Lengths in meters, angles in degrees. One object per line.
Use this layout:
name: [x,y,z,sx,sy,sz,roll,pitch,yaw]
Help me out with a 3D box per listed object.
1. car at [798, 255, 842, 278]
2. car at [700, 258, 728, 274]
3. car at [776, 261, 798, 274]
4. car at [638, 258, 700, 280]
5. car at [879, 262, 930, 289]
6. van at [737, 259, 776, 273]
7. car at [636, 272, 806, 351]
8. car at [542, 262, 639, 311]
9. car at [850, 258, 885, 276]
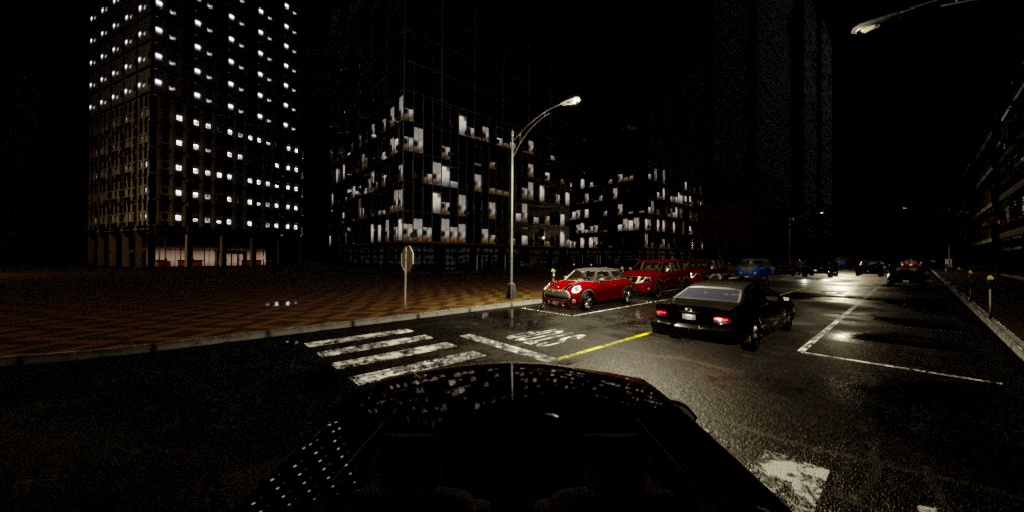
car: [29.825,0.966,34.642,5.566,2.045,2.150,0,0,-42]
car: [11.517,1.070,21.982,5.009,1.841,2.192,0,0,-42]
car: [28.407,1.328,36.978,4.207,1.307,1.802,0,0,-42]
car: [7.294,1.070,18.233,5.009,1.841,2.192,0,0,-42]
car: [25.540,1.298,23.226,4.403,1.370,2.007,0,0,-42]
van: [19.962,1.094,29.480,3.998,1.789,1.690,0,0,-42]
car: [5.517,1.299,9.047,5.357,1.411,2.033,0,0,-42]
car: [3.072,1.195,14.484,4.097,1.591,1.967,0,0,-42]
car: [35.547,1.230,35.589,4.902,1.511,2.128,0,0,-42]
